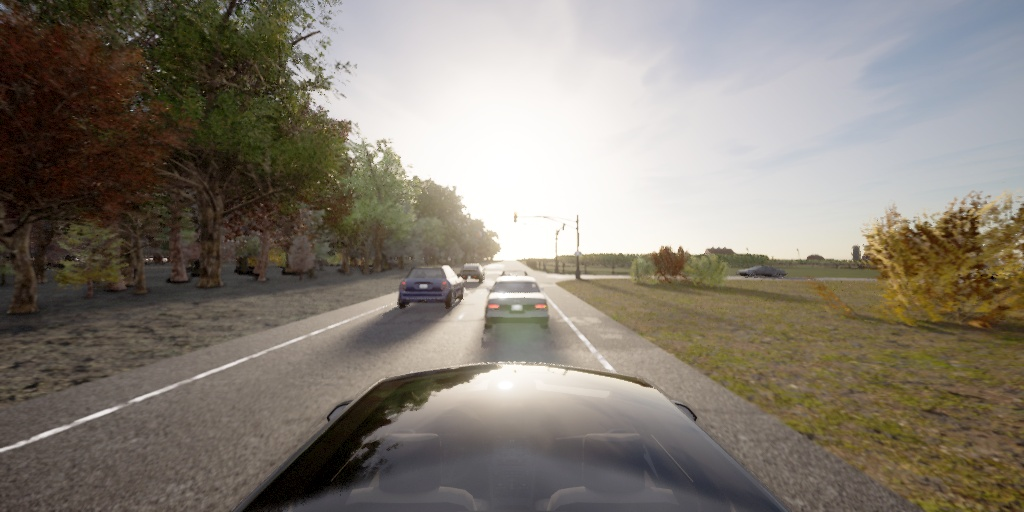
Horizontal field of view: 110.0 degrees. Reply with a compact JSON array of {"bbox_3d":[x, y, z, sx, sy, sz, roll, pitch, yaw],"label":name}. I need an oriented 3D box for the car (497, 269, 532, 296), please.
[{"bbox_3d":[0.138,1.469,21.312,1.895,1.301,4.718,0,0,0],"label":"car"}]

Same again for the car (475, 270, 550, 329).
[{"bbox_3d":[0.115,1.356,11.501,2.033,1.411,5.357,0,0,0],"label":"car"}]

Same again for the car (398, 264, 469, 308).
[{"bbox_3d":[-3.372,1.188,15.811,2.097,1.767,4.553,0,0,0],"label":"car"}]

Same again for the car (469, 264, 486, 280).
[{"bbox_3d":[-3.340,1.429,30.546,1.837,1.490,4.892,0,0,0],"label":"car"}]

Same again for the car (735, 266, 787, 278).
[{"bbox_3d":[30.344,1.930,43.777,5.357,1.411,2.033,1,-1,0],"label":"car"}]
